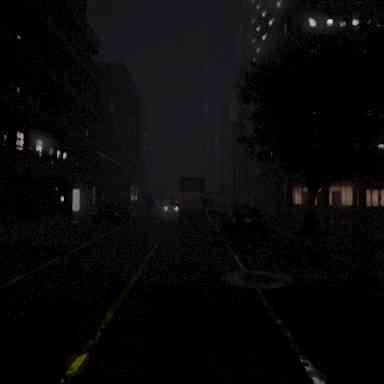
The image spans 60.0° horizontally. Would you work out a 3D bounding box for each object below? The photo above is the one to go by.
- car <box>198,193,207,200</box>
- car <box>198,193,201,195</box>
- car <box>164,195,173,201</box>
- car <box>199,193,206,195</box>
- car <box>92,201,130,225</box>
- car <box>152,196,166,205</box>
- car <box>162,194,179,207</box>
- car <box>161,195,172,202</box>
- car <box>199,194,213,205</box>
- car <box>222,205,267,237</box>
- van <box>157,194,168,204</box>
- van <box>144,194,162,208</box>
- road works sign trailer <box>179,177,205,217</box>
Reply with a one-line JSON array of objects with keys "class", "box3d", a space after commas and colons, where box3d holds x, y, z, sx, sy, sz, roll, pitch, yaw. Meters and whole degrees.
[{"class": "car", "box3d": [2.729, 1.112, 86.206, 2.192, 1.841, 5.009, 1, 0, 0]}, {"class": "car", "box3d": [2.721, 1.401, 69.112, 1.887, 1.381, 4.507, 1, 0, 0]}, {"class": "car", "box3d": [-5.658, 1.400, 80.627, 1.802, 1.307, 4.206, 1, 0, 0]}, {"class": "car", "box3d": [2.719, 1.425, 63.413, 2.008, 1.369, 4.403, 1, 0, 0]}, {"class": "car", "box3d": [-5.669, 1.413, 23.637, 1.967, 1.590, 4.097, 1, 0, 0]}, {"class": "car", "box3d": [-5.663, 1.457, 57.835, 1.947, 1.339, 4.313, 1, 0, 0]}, {"class": "car", "box3d": [-3.067, 1.387, 50.755, 1.882, 1.535, 5.008, 0, 0, 0]}, {"class": "car", "box3d": [-5.659, 1.388, 74.929, 2.008, 1.369, 4.403, 1, 0, 0]}, {"class": "car", "box3d": [2.718, 1.442, 57.716, 2.008, 1.369, 4.403, 1, 0, 0]}, {"class": "car", "box3d": [2.709, 1.422, 17.826, 1.967, 1.590, 4.097, 1, 0, 0]}, {"class": "van", "box3d": [-5.657, 1.215, 63.532, 1.690, 1.788, 3.998, 1, 0, 0]}, {"class": "van", "box3d": [-5.661, 1.262, 46.433, 1.690, 1.788, 3.998, 1, 0, 0]}, {"class": "road works sign trailer", "box3d": [0.007, 0.422, 31.335, 2.380, 3.560, 2.880, 0, 0, 0]}]
